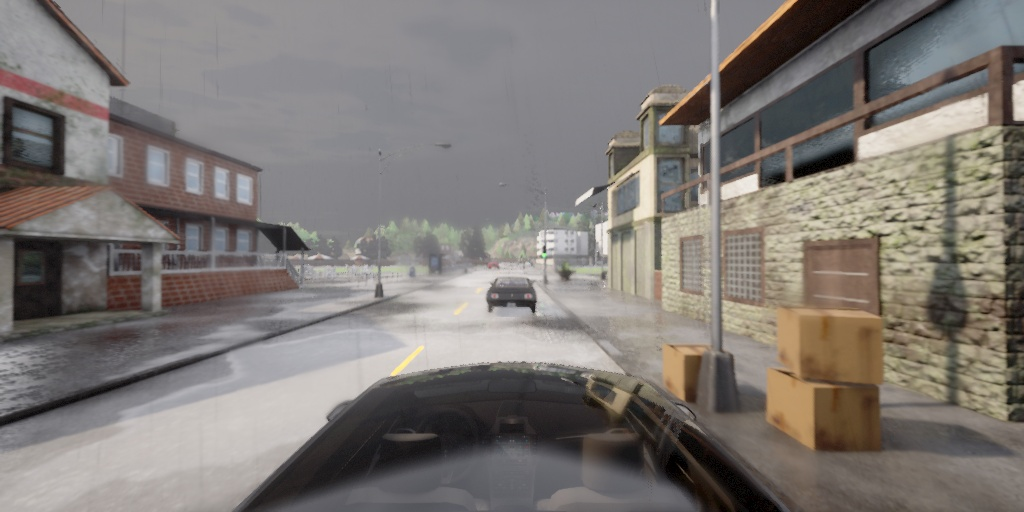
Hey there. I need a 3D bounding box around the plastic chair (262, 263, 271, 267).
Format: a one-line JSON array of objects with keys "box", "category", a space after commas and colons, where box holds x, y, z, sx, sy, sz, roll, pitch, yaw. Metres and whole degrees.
[{"box": [-27.003, 1.700, 39.047, 0.750, 1.272, 0.730, 0, 0, 0], "category": "plastic chair"}]

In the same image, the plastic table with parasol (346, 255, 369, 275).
[{"box": [-19.173, 1.163, 45.086, 2.482, 2.480, 2.482, 0, 0, 0], "category": "plastic table with parasol"}]

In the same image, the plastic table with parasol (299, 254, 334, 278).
[{"box": [-19.923, 1.076, 37.266, 2.482, 2.480, 2.482, 0, 0, 0], "category": "plastic table with parasol"}]

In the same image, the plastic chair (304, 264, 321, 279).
[{"box": [-20.003, 1.665, 35.946, 0.750, 1.272, 0.730, 0, 0, 0], "category": "plastic chair"}]

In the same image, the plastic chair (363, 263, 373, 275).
[{"box": [-17.903, 1.766, 44.946, 0.730, 1.272, 0.750, 0, 0, 0], "category": "plastic chair"}]

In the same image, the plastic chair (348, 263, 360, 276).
[{"box": [-19.203, 1.752, 43.746, 0.750, 1.272, 0.730, 0, 0, 0], "category": "plastic chair"}]

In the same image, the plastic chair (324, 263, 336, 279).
[{"box": [-18.703, 1.678, 37.146, 0.730, 1.272, 0.750, 0, 0, 0], "category": "plastic chair"}]

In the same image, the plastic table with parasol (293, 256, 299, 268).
[{"box": [-27.803, 1.179, 46.496, 2.482, 2.480, 2.482, 0, 0, 0], "category": "plastic table with parasol"}]

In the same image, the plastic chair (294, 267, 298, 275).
[{"box": [-27.903, 1.769, 45.246, 0.750, 1.272, 0.730, 0, 0, 0], "category": "plastic chair"}]

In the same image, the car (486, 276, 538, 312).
[{"box": [0.012, 1.501, 15.072, 1.895, 1.301, 4.718, 0, -1, 0], "category": "car"}]

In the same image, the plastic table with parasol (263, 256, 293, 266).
[{"box": [-26.903, 1.110, 40.297, 2.482, 2.480, 2.482, 0, 0, 0], "category": "plastic table with parasol"}]
